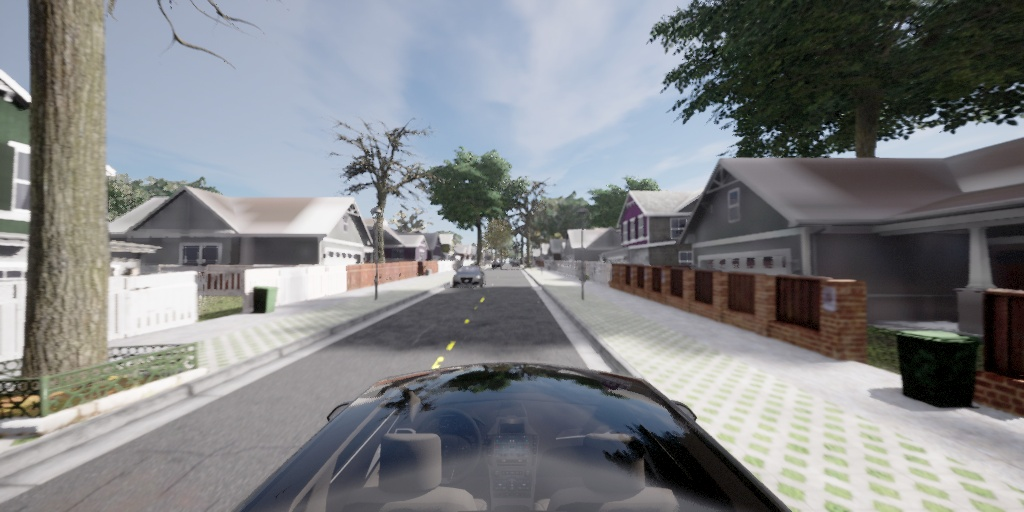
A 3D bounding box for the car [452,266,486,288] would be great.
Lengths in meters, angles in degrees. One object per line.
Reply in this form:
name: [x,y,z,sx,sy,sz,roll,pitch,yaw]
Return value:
car: [-2.847,1.368,24.448,1.994,1.385,4.181,0,0,0]
